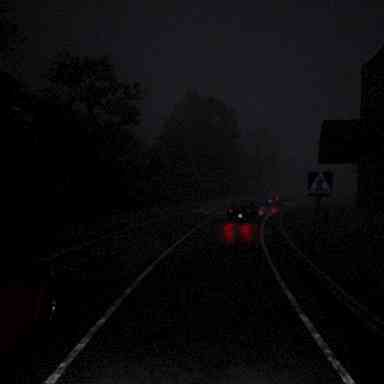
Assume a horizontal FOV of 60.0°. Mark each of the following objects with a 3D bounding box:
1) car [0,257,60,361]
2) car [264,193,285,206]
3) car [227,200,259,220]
[{"bbox_3d":[-3.298,1.522,3.964,1.994,1.385,4.181,0,1,3],"label":"car"},{"bbox_3d":[9.865,0.807,39.709,1.812,1.442,4.674,2,2,26],"label":"car"},{"bbox_3d":[3.855,1.265,24.437,1.895,1.301,4.718,2,2,16],"label":"car"}]
